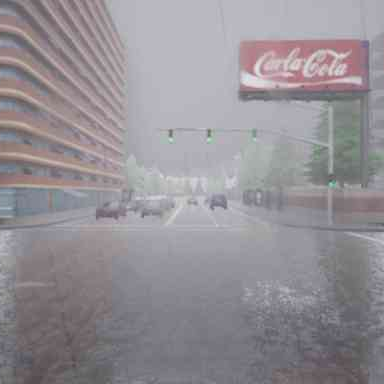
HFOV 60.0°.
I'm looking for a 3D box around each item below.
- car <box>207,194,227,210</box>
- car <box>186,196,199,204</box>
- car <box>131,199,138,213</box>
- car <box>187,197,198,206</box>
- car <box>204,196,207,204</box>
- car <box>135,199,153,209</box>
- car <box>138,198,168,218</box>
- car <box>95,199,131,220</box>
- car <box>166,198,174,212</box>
[{"bbox_3d":[3.601,1.342,46.415,2.150,2.045,5.566,0,0,0],"label":"car"},{"bbox_3d":[0.003,1.706,69.485,2.128,1.511,4.902,0,0,-6],"label":"car"},{"bbox_3d":[-7.085,1.593,38.983,2.128,1.511,4.902,0,0,0],"label":"car"},{"bbox_3d":[0.103,1.648,60.061,2.128,1.511,4.902,0,0,0],"label":"car"},{"bbox_3d":[3.503,1.524,66.073,2.097,1.767,4.553,0,0,0],"label":"car"},{"bbox_3d":[-7.069,1.728,49.146,1.895,1.301,4.718,0,0,0],"label":"car"},{"bbox_3d":[-3.583,1.607,31.170,1.812,1.442,4.674,0,0,0],"label":"car"},{"bbox_3d":[-7.087,1.554,29.517,1.882,1.535,5.008,0,0,0],"label":"car"},{"bbox_3d":[-3.578,1.668,39.930,1.994,1.385,4.181,0,0,1],"label":"car"}]
